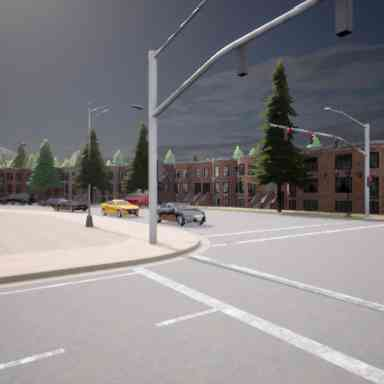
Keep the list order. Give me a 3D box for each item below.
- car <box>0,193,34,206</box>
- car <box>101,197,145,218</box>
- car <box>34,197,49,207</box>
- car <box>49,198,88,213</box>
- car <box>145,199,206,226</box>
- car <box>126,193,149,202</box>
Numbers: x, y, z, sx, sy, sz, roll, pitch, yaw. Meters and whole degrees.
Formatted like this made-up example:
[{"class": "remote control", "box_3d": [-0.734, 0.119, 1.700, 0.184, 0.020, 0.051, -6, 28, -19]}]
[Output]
[{"class": "car", "box_3d": [-29.312, 1.221, 56.044, 5.566, 2.045, 2.150, 0, 0, 10]}, {"class": "car", "box_3d": [-6.732, 1.476, 30.902, 1.882, 1.535, 5.008, 0, 0, -40]}, {"class": "car", "box_3d": [-20.579, 1.545, 50.032, 5.357, 1.411, 2.033, 0, 0, 21]}, {"class": "car", "box_3d": [-13.904, 1.599, 37.963, 4.718, 1.301, 1.895, 0, 0, 37]}, {"class": "car", "box_3d": [-0.978, 1.489, 23.340, 2.128, 1.511, 4.902, 0, 0, -36]}, {"class": "car", "box_3d": [-8.078, 1.218, 46.990, 5.566, 2.045, 2.150, 0, 0, 37]}]
